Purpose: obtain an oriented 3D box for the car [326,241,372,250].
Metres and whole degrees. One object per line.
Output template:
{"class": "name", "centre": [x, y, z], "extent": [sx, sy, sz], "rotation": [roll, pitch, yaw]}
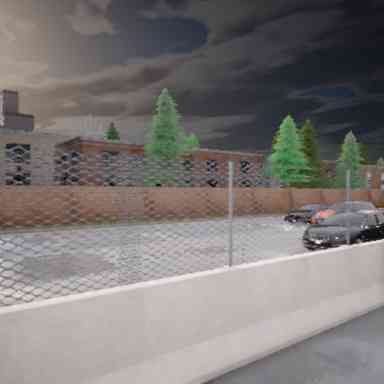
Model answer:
{"class": "car", "centre": [6.303, 1.482, 12.878], "extent": [4.892, 1.490, 1.837], "rotation": [0, 0, -36]}
